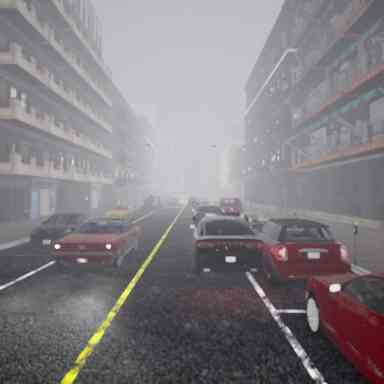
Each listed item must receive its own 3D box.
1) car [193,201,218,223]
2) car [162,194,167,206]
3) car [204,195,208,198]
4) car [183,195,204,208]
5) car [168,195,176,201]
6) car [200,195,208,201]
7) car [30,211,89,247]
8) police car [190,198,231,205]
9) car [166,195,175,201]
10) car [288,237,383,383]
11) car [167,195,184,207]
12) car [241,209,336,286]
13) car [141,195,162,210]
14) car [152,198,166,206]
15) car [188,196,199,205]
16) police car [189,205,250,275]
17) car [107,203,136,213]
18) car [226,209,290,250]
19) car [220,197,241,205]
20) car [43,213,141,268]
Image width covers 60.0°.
[{"bbox_3d":[0.967,1.516,26.536,1.837,1.490,4.892,0,0,0],"label":"car"},{"bbox_3d":[-5.428,1.328,48.897,2.192,1.841,5.009,0,0,0],"label":"car"},{"bbox_3d":[3.103,1.540,77.200,1.752,1.417,4.829,0,0,0],"label":"car"},{"bbox_3d":[0.259,1.505,47.098,2.128,1.511,4.902,0,0,1],"label":"car"},{"bbox_3d":[-5.217,1.558,88.352,1.887,1.381,4.507,0,0,0],"label":"car"},{"bbox_3d":[3.163,1.559,88.302,1.887,1.381,4.507,0,0,0],"label":"car"},{"bbox_3d":[-5.610,1.572,15.078,1.947,1.339,4.313,0,0,0],"label":"car"},{"bbox_3d":[1.009,1.434,20.646,1.930,1.638,5.238,0,0,0],"label":"police car"},{"bbox_3d":[-5.248,1.453,82.714,1.967,1.590,4.097,0,0,0],"label":"car"},{"bbox_3d":[2.710,1.547,3.758,1.887,1.381,4.507,0,0,0],"label":"car"},{"bbox_3d":[-2.812,1.561,52.038,2.033,1.411,5.357,0,0,0],"label":"car"},{"bbox_3d":[2.741,1.445,9.394,1.967,1.590,4.097,0,0,0],"label":"car"},{"bbox_3d":[-5.459,1.452,43.261,1.967,1.590,4.097,0,0,0],"label":"car"},{"bbox_3d":[-5.399,1.595,54.534,1.802,1.307,4.206,0,0,0],"label":"car"},{"bbox_3d":[0.326,1.492,61.088,1.882,1.535,5.008,0,0,0],"label":"car"},{"bbox_3d":[0.955,1.430,10.646,1.930,1.638,5.238,0,0,0],"label":"police car"},{"bbox_3d":[-5.551,1.534,26.181,1.752,1.417,4.829,0,0,0],"label":"car"},{"bbox_3d":[2.771,1.558,15.030,2.008,1.369,4.403,0,0,0],"label":"car"},{"bbox_3d":[2.832,1.325,26.303,2.192,1.841,5.009,0,0,0],"label":"car"},{"bbox_3d":[-3.042,1.606,11.454,1.895,1.301,4.718,0,0,0],"label":"car"}]
